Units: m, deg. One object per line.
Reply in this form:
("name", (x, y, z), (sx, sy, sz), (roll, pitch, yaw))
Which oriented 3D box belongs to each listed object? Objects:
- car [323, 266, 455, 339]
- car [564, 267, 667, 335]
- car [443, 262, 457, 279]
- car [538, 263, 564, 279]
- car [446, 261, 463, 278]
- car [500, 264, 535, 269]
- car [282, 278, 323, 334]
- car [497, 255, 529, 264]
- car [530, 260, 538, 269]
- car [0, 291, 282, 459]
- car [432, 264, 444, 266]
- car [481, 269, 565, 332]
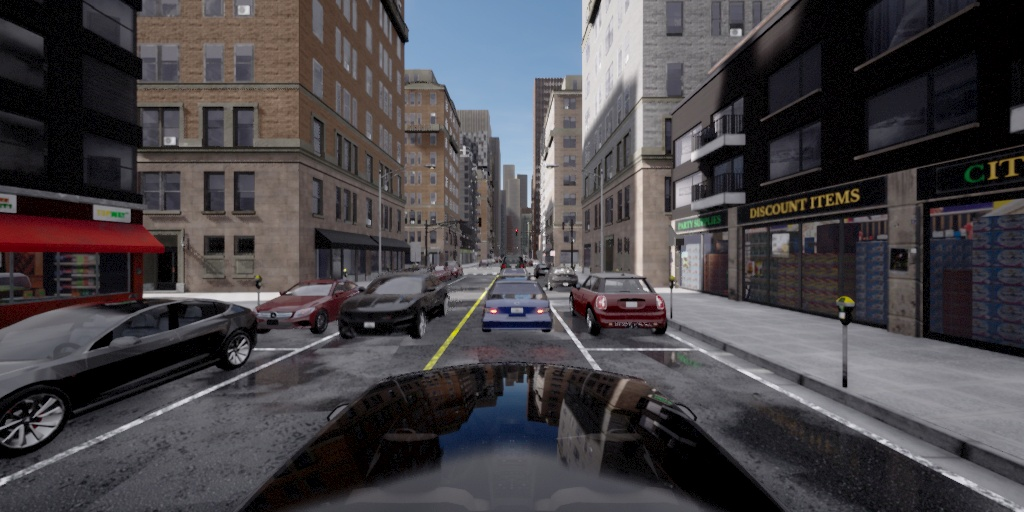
("car", (-3.081, 1.225, 10.265), (1.882, 1.535, 5.008), (0, 0, 0))
("car", (2.875, 1.187, 10.540), (1.967, 1.591, 4.097), (0, 0, 0))
("car", (-5.610, 1.326, 27.065), (1.802, 1.307, 4.207), (0, 0, 0))
("car", (2.902, 1.296, 21.543), (2.007, 1.370, 4.403), (0, 0, 0))
("car", (-5.596, 1.184, 32.567), (1.967, 1.591, 4.097), (0, 0, 0))
("car", (0.145, 1.346, 21.261), (1.895, 1.301, 4.718), (0, 0, 0))
("car", (-5.650, 1.329, 10.562), (1.802, 1.307, 4.207), (0, 0, 0))
("car", (0.079, 0.966, 31.293), (2.150, 2.045, 5.566), (0, 0, -1))
("car", (2.930, 1.310, 32.545), (1.948, 1.339, 4.313), (0, 0, 0))
("car", (-5.664, 1.314, 5.060), (1.948, 1.339, 4.313), (0, 0, 0))
("car", (-5.623, 1.311, 21.564), (1.948, 1.339, 4.313), (0, 0, 0))
("car", (0.122, 1.295, 10.755), (2.033, 1.411, 5.357), (0, 0, 0))
